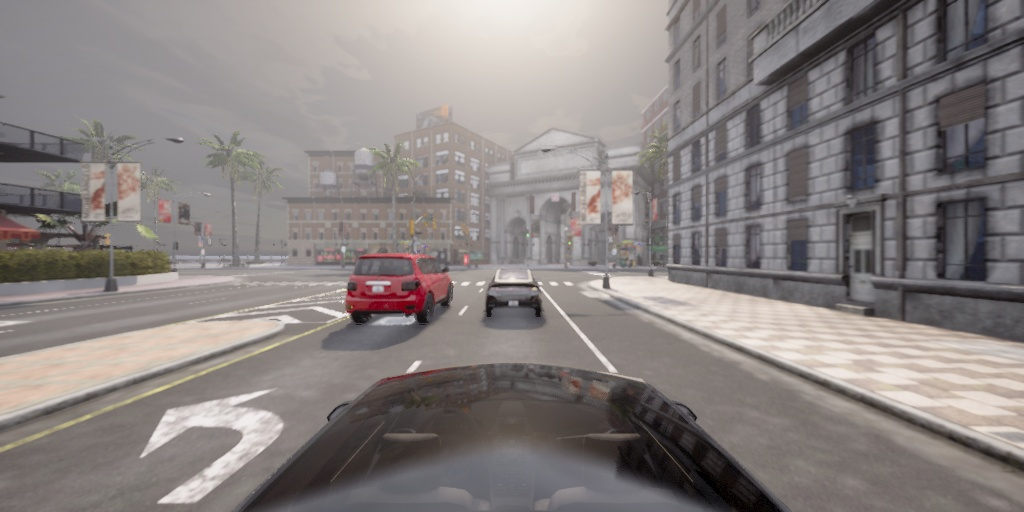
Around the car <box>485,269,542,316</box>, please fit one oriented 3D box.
[{"bbox_3d":[0.061,1.210,13.189,2.128,1.511,4.902,0,0,0],"label":"car"}]

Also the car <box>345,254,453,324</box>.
[{"bbox_3d":[-3.448,0.943,11.983,2.150,2.045,5.566,0,0,0],"label":"car"}]
